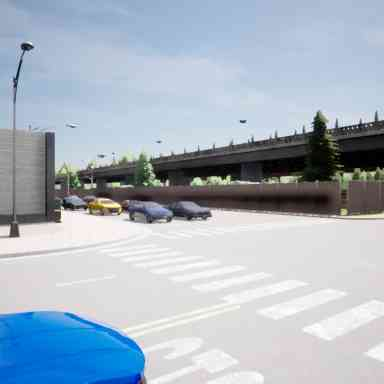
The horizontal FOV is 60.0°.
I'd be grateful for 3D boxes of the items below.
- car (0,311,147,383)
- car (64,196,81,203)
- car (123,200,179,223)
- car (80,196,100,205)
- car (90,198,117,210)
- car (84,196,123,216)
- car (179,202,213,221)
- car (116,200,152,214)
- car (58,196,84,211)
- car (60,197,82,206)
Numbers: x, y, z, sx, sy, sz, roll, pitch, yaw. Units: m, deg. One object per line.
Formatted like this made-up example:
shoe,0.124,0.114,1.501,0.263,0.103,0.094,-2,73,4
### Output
car,-2.633,1.478,1.896,5.008,1.535,1.882,0,0,-36
car,-23.745,1.469,65.948,1.812,1.442,4.674,0,0,-36
car,-3.209,1.470,25.009,1.812,1.442,4.674,0,0,-36
car,-17.819,1.422,57.828,1.882,1.535,5.008,0,0,-36
car,-11.430,1.470,42.556,1.812,1.442,4.674,0,0,-36
car,-8.575,1.422,32.515,1.882,1.535,5.008,0,0,-36
car,-0.607,1.492,27.380,2.033,1.411,5.357,0,0,-36
car,-6.176,1.545,35.183,1.895,1.301,4.718,0,0,-35
car,-14.270,1.492,40.495,2.033,1.411,5.357,0,0,-35
car,-19.862,1.492,54.400,2.033,1.411,5.357,0,0,-35
